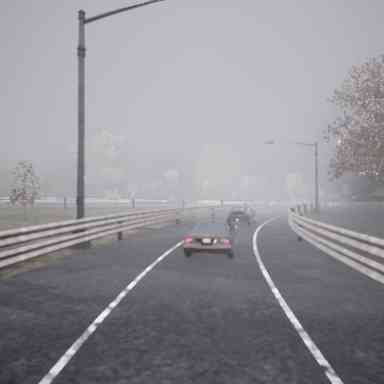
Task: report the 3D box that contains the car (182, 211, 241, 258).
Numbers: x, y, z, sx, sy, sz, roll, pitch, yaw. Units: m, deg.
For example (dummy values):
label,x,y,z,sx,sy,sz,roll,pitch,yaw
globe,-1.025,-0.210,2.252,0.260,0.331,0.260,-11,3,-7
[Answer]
label,x,y,z,sx,sy,sz,roll,pitch,yaw
car,0.852,1.720,13.621,2.033,1.411,5.357,0,-1,8

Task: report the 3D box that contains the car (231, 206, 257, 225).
label,x,y,z,sx,sy,sz,roll,pitch,yaw
car,4.297,1.956,28.204,1.837,1.490,4.892,0,-1,18
